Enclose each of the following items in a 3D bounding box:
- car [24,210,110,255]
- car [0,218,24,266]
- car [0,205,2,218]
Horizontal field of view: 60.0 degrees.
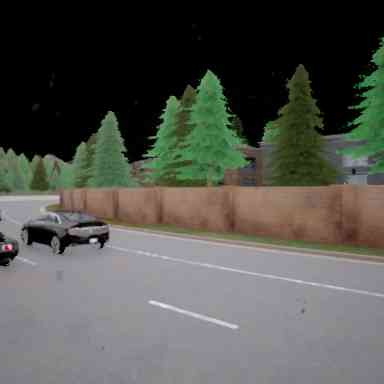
[{"bbox_3d":[-5.213,1.489,13.397,4.902,1.511,2.128,0,0,44],"label":"car"},{"bbox_3d":[-7.239,1.584,10.436,4.718,1.301,1.895,0,0,43],"label":"car"},{"bbox_3d":[-16.709,1.469,27.123,1.837,1.490,4.892,0,0,-34],"label":"car"}]
